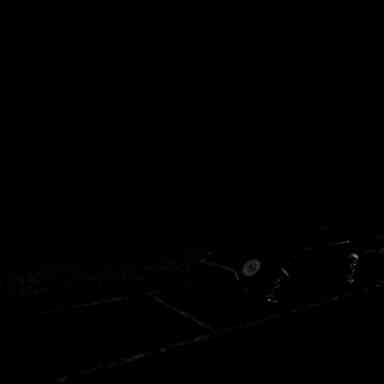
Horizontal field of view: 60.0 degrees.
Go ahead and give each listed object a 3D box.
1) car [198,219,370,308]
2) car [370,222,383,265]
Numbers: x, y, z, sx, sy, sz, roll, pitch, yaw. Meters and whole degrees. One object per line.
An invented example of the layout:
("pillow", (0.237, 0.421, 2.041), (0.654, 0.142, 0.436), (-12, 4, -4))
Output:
("car", (2.115, 1.485, 7.929), (4.097, 1.590, 1.967), (1, -1, -34))
("car", (6.730, 1.671, 11.075), (4.206, 1.307, 1.802), (1, -1, -34))
